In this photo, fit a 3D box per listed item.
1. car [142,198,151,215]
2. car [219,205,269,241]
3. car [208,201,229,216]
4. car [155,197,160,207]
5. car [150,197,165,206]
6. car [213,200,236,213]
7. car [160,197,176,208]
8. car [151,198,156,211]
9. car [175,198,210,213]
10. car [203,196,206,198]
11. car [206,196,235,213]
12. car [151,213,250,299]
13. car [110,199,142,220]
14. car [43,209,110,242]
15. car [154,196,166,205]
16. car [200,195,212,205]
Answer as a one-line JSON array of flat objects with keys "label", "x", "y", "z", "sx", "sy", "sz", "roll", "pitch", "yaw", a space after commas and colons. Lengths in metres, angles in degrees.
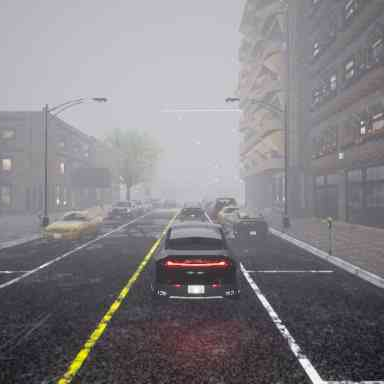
[{"label": "car", "x": -5.710, "y": 1.455, "z": 33.651, "sx": 1.967, "sy": 1.590, "sz": 4.097, "roll": 1, "pitch": 0, "yaw": 0}, {"label": "car", "x": 2.670, "y": 1.557, "z": 16.666, "sx": 2.008, "sy": 1.369, "sz": 4.403, "roll": 1, "pitch": 0, "yaw": 0}, {"label": "car", "x": 2.635, "y": 1.597, "z": 33.726, "sx": 1.802, "sy": 1.307, "sz": 4.206, "roll": 1, "pitch": 0, "yaw": 0}, {"label": "car", "x": -5.746, "y": 1.594, "z": 50.710, "sx": 1.947, "sy": 1.339, "sz": 4.313, "roll": 1, "pitch": 0, "yaw": 0}, {"label": "car", "x": -5.757, "y": 1.583, "z": 56.398, "sx": 2.008, "sy": 1.369, "sz": 4.403, "roll": 1, "pitch": 0, "yaw": 0}, {"label": "car", "x": 2.658, "y": 1.534, "z": 22.522, "sx": 1.752, "sy": 1.417, "sz": 4.829, "roll": 1, "pitch": 0, "yaw": 0}, {"label": "car", "x": -3.098, "y": 1.626, "z": 47.799, "sx": 1.895, "sy": 1.301, "sz": 4.718, "roll": 0, "pitch": 0, "yaw": 0}, {"label": "car", "x": -5.723, "y": 1.601, "z": 39.337, "sx": 1.802, "sy": 1.307, "sz": 4.206, "roll": 1, "pitch": 0, "yaw": 0}, {"label": "car", "x": 0.046, "y": 1.502, "z": 26.359, "sx": 2.128, "sy": 1.511, "sz": 4.902, "roll": 0, "pitch": 0, "yaw": 0}, {"label": "car", "x": 2.612, "y": 1.589, "z": 45.099, "sx": 1.947, "sy": 1.339, "sz": 4.313, "roll": 1, "pitch": 0, "yaw": 0}, {"label": "car", "x": 2.651, "y": 1.327, "z": 28.040, "sx": 2.192, "sy": 1.841, "sz": 5.009, "roll": 1, "pitch": 0, "yaw": 0}, {"label": "car", "x": 0.081, "y": 1.508, "z": 8.421, "sx": 1.837, "sy": 1.490, "sz": 4.892, "roll": 0, "pitch": 0, "yaw": 0}, {"label": "car", "x": -5.698, "y": 1.452, "z": 27.963, "sx": 1.967, "sy": 1.590, "sz": 4.097, "roll": 1, "pitch": 0, "yaw": 0}, {"label": "car", "x": -5.676, "y": 1.532, "z": 16.421, "sx": 1.752, "sy": 1.417, "sz": 4.829, "roll": 1, "pitch": 0, "yaw": 0}, {"label": "car", "x": -5.938, "y": 1.563, "z": 61.914, "sx": 1.752, "sy": 1.417, "sz": 4.829, "roll": 1, "pitch": 0, "yaw": 0}, {"label": "car", "x": 2.627, "y": 1.478, "z": 62.156, "sx": 1.967, "sy": 1.590, "sz": 4.097, "roll": 1, "pitch": 0, "yaw": 0}]
